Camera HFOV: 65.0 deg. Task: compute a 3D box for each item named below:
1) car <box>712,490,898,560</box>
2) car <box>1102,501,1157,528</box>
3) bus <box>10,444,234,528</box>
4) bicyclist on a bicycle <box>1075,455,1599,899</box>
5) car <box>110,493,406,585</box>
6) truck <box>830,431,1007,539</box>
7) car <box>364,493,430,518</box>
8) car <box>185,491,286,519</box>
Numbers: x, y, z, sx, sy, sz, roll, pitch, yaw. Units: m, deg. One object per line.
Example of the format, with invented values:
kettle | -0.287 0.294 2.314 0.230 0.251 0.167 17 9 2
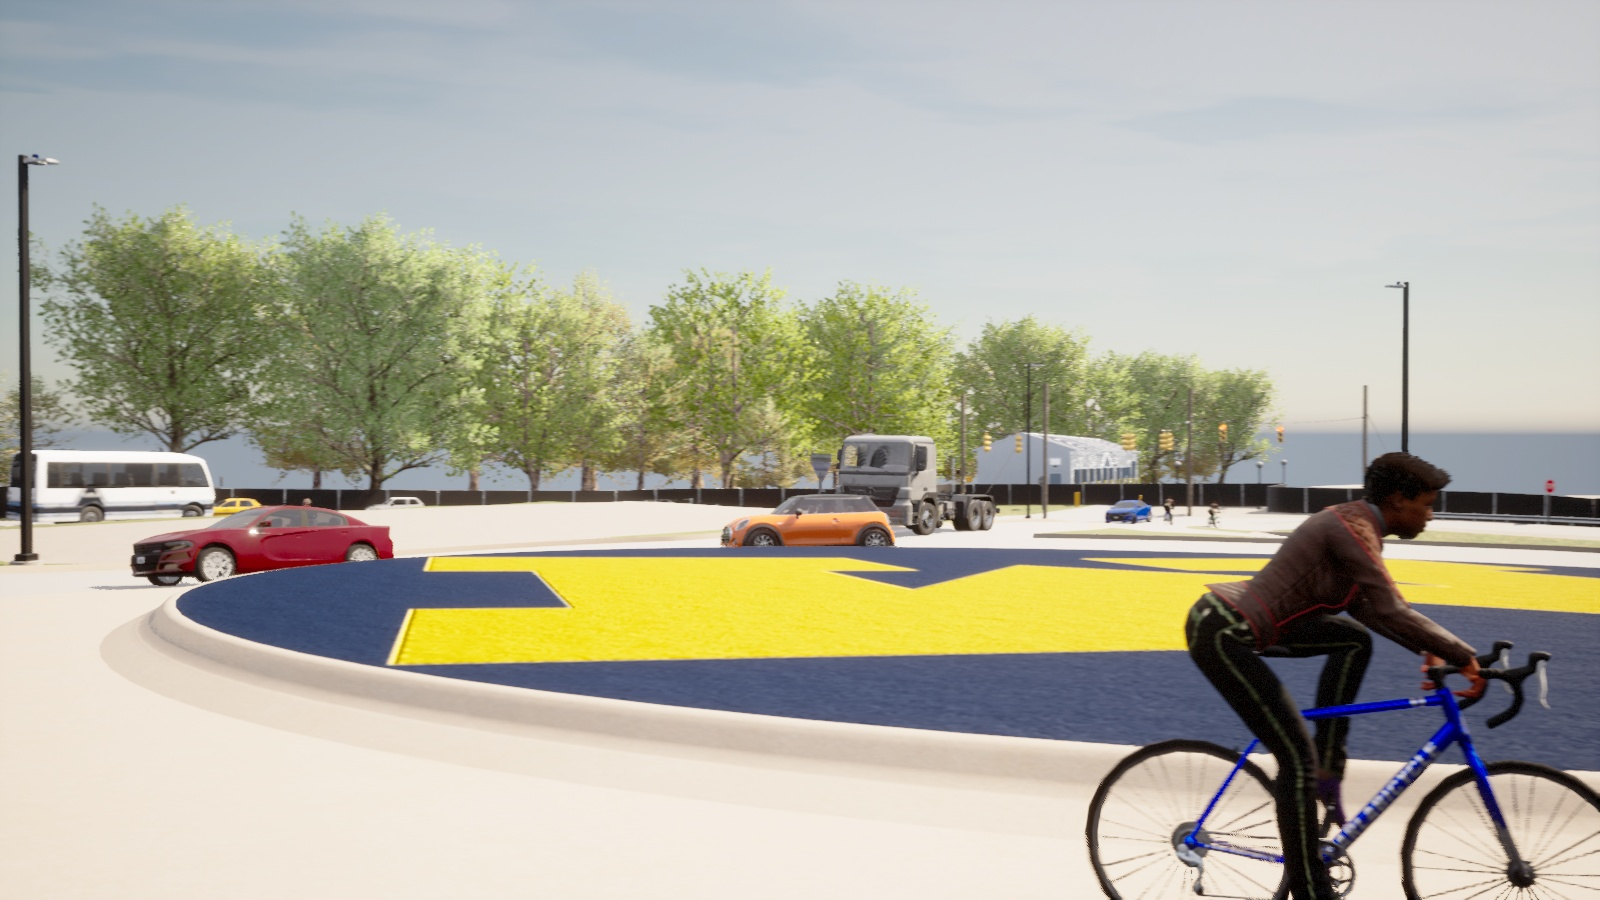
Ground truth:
car | 0.103 1.983 33.382 4.553 1.767 2.097 0 -4 -14
car | 21.344 4.166 81.194 1.882 1.535 5.008 -3 -2 33
bus | -37.698 1.952 70.386 3.944 4.253 10.273 1 0 34
bicyclist on a bicycle | 1.744 0.843 3.970 1.656 1.620 0.582 1 -2 16
car | -10.340 1.748 24.375 1.882 1.535 5.008 -6 -7 34
truck | 4.425 1.234 44.989 2.891 3.462 7.936 1 -1 33
car | -26.100 3.589 81.287 3.806 1.475 1.970 1 1 -24
car | -34.580 3.369 76.976 5.366 1.575 1.801 2 0 -35
